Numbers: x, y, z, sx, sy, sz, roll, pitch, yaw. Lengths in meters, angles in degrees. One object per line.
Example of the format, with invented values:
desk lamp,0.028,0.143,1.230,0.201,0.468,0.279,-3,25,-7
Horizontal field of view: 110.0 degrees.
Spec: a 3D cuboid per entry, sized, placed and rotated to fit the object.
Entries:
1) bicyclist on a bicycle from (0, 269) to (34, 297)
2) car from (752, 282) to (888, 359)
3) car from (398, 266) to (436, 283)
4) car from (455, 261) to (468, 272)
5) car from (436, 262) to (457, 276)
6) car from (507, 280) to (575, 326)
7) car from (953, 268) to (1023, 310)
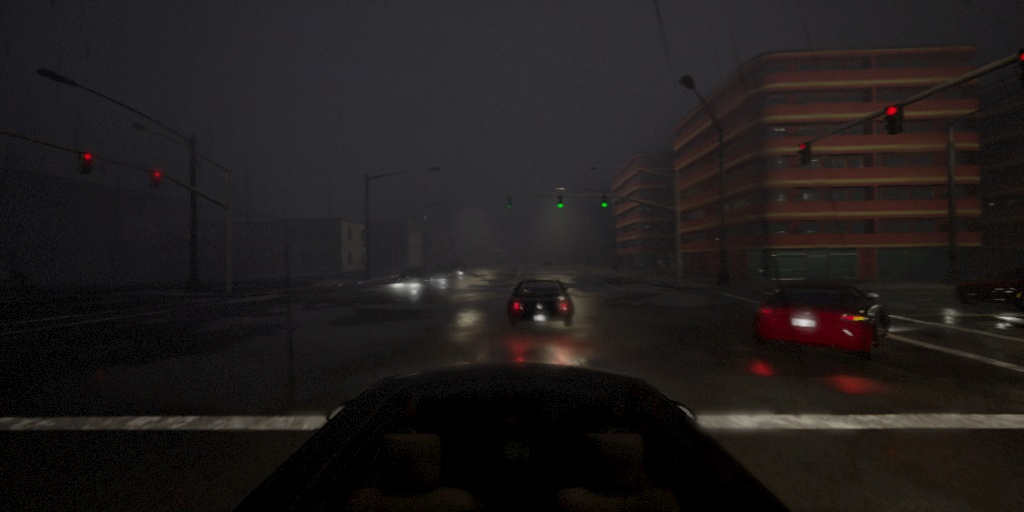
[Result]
bicyclist on a bicycle,-30.301,1.629,21.894,0.582,1.620,1.656,-1,-1,1
car,7.321,1.300,8.507,4.181,1.385,1.994,0,-1,-42
car,-8.613,1.631,32.079,1.994,1.385,4.181,-1,0,3
car,-7.707,1.466,52.464,1.837,1.490,4.892,-1,0,3
car,-8.191,1.630,42.016,1.895,1.301,4.718,-1,0,2
car,0.972,1.439,12.074,1.895,1.301,4.718,-1,-1,5
car,19.917,1.150,13.542,5.008,1.535,1.882,-1,-1,1
